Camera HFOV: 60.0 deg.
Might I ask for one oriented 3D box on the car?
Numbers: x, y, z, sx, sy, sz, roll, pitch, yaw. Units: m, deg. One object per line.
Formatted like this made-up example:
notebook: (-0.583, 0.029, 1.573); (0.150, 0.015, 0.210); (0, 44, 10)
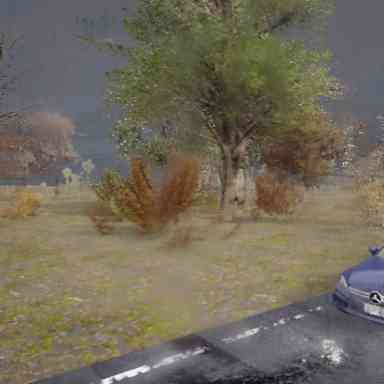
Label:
car: (4.658, 1.514, 6.359); (4.674, 1.442, 1.812); (0, 0, -35)
